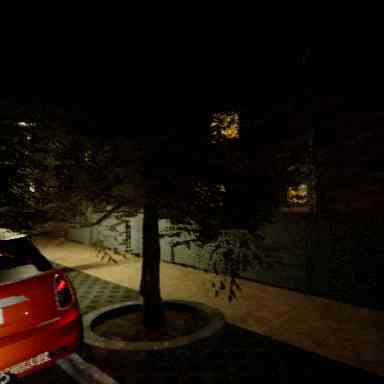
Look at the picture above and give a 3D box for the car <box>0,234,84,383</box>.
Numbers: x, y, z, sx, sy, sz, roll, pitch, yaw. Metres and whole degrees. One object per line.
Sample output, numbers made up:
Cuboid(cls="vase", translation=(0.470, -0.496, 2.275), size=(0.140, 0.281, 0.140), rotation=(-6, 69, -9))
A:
Cuboid(cls="car", translation=(-3.453, 1.291, 4.662), size=(4.553, 1.767, 2.097), rotation=(-2, 3, 45))
